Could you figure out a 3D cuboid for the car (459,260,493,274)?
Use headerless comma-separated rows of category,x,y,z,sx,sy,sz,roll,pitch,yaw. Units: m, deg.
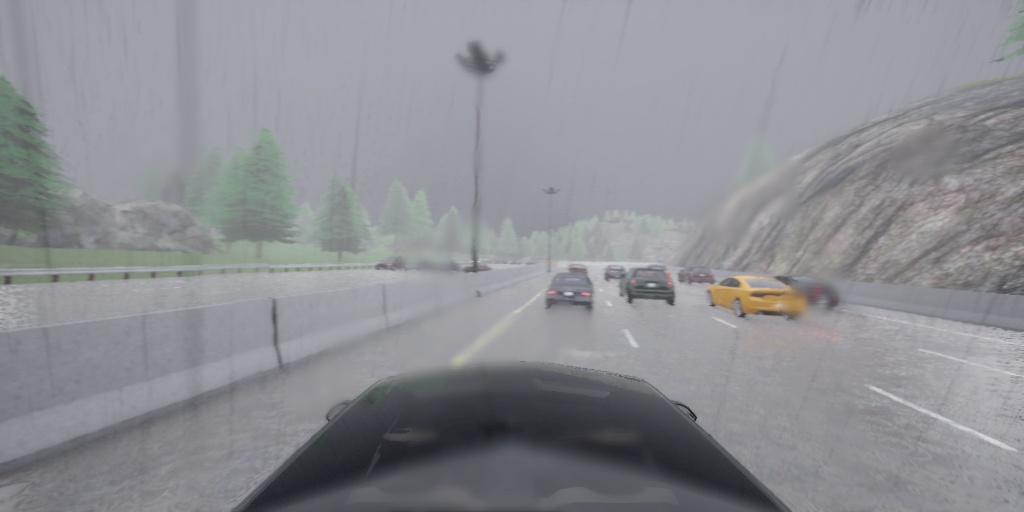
car,-3.791,1.358,38.649,1.895,1.301,4.718,2,0,11

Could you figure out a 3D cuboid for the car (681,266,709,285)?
car,16.625,1.679,32.633,2.097,1.767,4.553,2,0,11

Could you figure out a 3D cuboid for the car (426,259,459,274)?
car,-7.156,1.212,39.666,2.033,1.411,5.357,2,0,11

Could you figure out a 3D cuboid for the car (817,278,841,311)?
car,13.690,1.700,17.594,1.837,1.490,4.892,2,0,11

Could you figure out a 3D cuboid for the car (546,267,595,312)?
car,2.518,1.413,15.185,2.033,1.411,5.357,2,0,11

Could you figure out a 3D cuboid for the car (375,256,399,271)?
car,-13.901,0.828,41.575,2.097,1.767,4.553,2,0,11

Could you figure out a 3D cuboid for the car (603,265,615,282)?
car,9.803,1.627,34.224,2.128,1.511,4.902,2,0,11

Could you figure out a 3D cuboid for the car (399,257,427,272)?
car,-10.459,1.065,40.975,2.128,1.511,4.902,2,0,11

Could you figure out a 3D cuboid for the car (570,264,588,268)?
car,6.664,1.529,36.393,1.882,1.535,5.008,2,0,11

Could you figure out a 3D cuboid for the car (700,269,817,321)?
car,9.503,1.542,14.446,1.882,1.535,5.008,2,0,11

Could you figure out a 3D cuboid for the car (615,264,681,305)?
car,6.666,1.345,18.121,2.097,1.767,4.553,2,0,11
